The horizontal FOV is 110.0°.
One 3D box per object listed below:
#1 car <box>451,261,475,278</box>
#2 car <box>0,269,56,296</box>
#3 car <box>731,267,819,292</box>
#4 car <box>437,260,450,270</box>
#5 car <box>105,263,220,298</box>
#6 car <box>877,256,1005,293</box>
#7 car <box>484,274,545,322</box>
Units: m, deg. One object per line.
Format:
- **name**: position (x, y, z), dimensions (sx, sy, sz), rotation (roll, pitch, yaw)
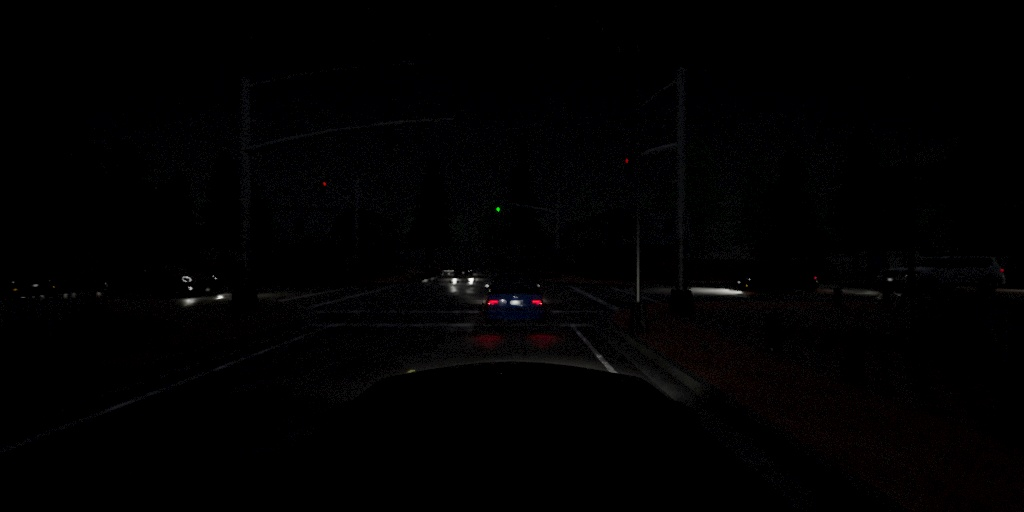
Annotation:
- **car**: position (-4.752, 1.323, 35.564), dimensions (1.837, 1.490, 4.892), rotation (0, 0, -6)
- **car**: position (-26.594, 1.350, 18.595), dimensions (4.181, 1.385, 1.994), rotation (0, 0, 2)
- **car**: position (15.332, 1.357, 21.040), dimensions (4.181, 1.385, 1.994), rotation (0, 0, 2)
- **car**: position (-9.661, 1.425, 55.257), dimensions (2.033, 1.411, 5.357), rotation (0, 0, -23)
- **car**: position (-17.702, 1.137, 18.325), dimensions (4.553, 1.767, 2.097), rotation (0, 0, 2)
- **car**: position (24.697, 1.014, 20.756), dimensions (5.566, 2.045, 2.150), rotation (0, 0, 2)
- **car**: position (0.033, 1.326, 12.326), dimensions (2.033, 1.411, 5.357), rotation (0, 0, -1)
